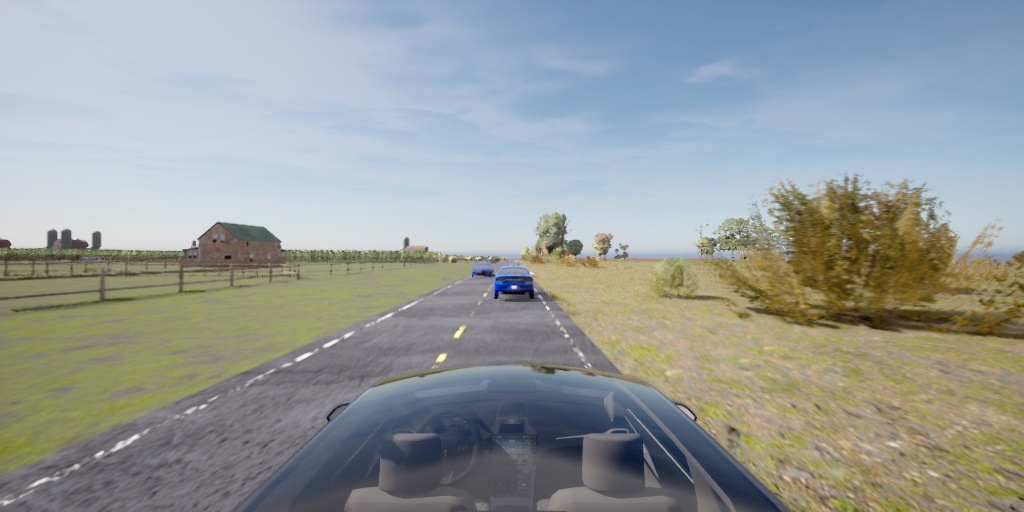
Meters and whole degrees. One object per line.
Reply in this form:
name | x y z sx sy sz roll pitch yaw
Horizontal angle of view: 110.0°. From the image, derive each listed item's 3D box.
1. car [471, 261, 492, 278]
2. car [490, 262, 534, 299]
car | -2.849 1.279 35.208 1.882 1.535 5.008 0 0 0
car | 0.095 1.236 18.358 1.882 1.535 5.008 0 0 0
